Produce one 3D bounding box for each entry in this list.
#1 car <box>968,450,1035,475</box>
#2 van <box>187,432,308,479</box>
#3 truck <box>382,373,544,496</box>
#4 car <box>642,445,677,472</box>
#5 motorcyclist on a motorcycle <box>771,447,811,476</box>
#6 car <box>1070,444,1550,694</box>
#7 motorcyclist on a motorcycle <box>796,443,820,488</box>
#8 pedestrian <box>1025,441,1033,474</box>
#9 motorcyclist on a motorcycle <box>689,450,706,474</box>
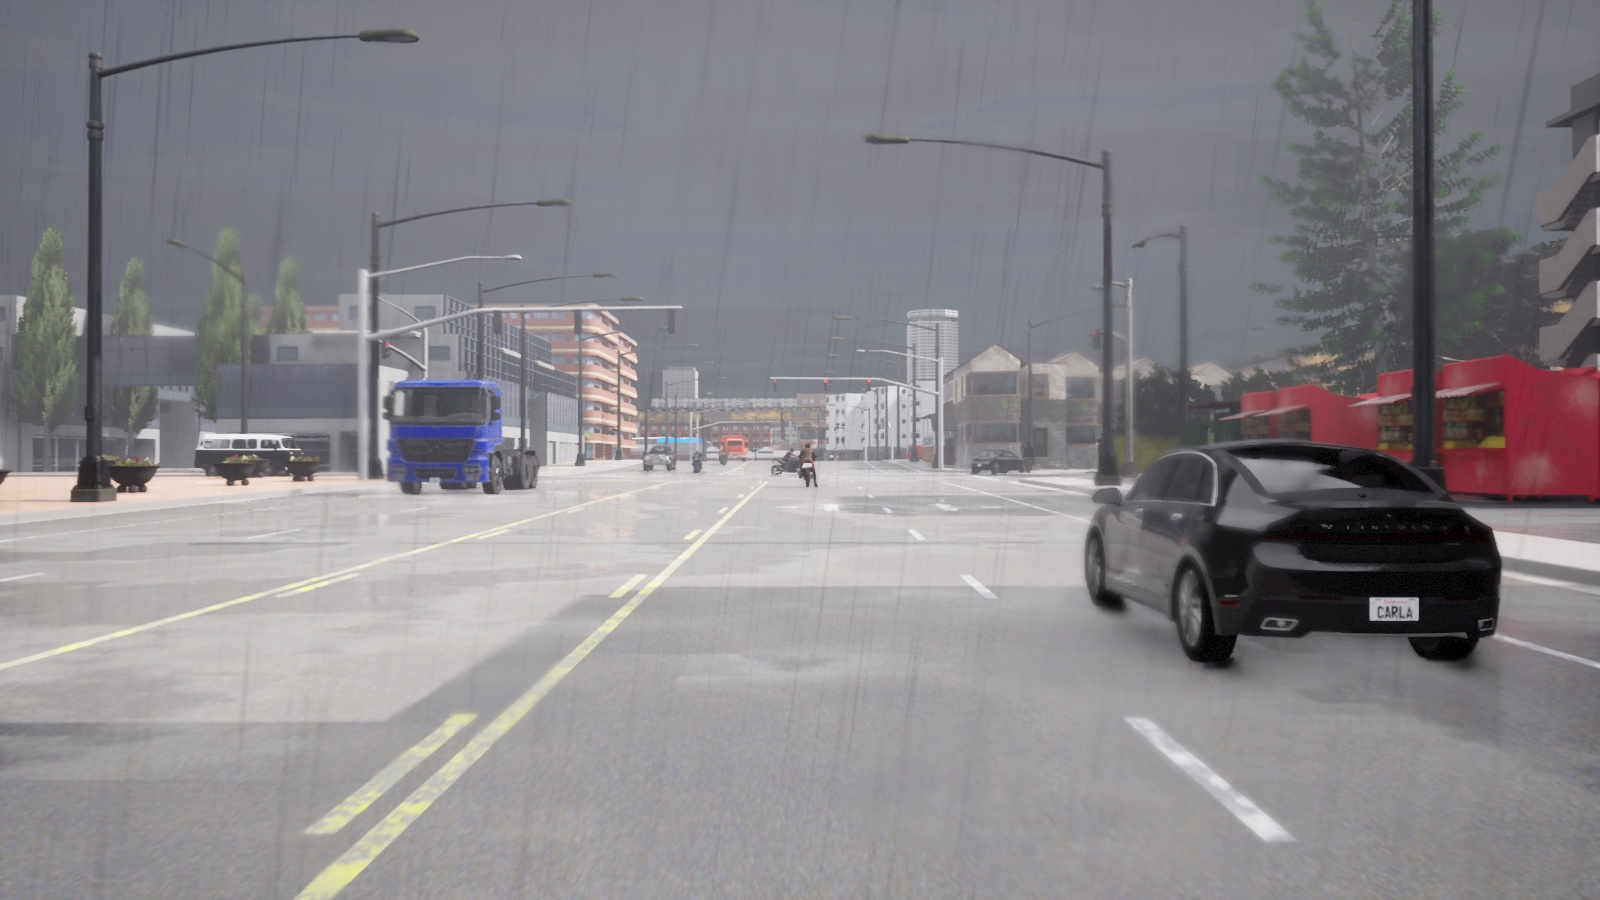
[{"bbox_3d":[12.240,0.753,76.114,4.193,1.474,1.816,1,-1,-43],"label":"car"},{"bbox_3d":[-24.615,0.256,56.098,4.480,2.038,2.069,0,-1,1],"label":"van"},{"bbox_3d":[-10.257,-0.437,39.211,2.891,3.462,7.936,0,0,0],"label":"truck"},{"bbox_3d":[-9.969,0.548,89.169,1.932,1.855,4.605,0,1,0],"label":"car"},{"bbox_3d":[-0.470,0.640,67.386,2.044,1.523,0.797,0,-3,-8],"label":"motorcyclist on a motorcycle"},{"bbox_3d":[3.573,0.700,9.957,1.837,1.490,4.892,0,0,0],"label":"car"},{"bbox_3d":[0.266,0.523,43.321,0.797,1.523,2.044,0,0,0],"label":"motorcyclist on a motorcycle"},{"bbox_3d":[12.823,0.443,70.389,0.431,1.840,0.703,0,-1,11],"label":"pedestrian"},{"bbox_3d":[-6.523,0.752,79.777,0.866,1.530,2.191,0,0,0],"label":"motorcyclist on a motorcycle"}]
